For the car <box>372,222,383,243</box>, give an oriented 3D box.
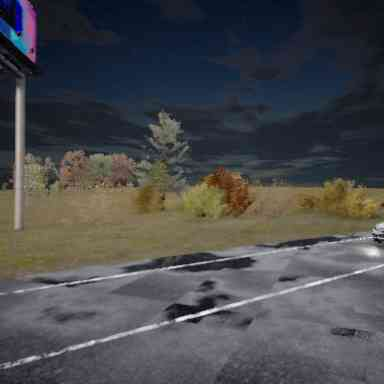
[{"bbox_3d":[10.044,1.528,14.917,4.674,1.442,1.812,0,0,-32],"label":"car"}]
